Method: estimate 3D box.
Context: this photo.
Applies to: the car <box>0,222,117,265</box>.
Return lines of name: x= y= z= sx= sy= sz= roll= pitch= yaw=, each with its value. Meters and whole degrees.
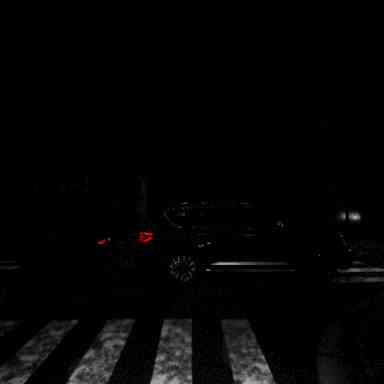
car: x=-5.503 y=1.798 z=12.023 sx=5.357 sy=1.411 sz=2.033 roll=-1 pitch=-2 yaw=0

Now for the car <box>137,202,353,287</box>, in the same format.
car: x=1.300 y=1.283 z=9.089 sx=5.566 sy=2.045 sz=2.150 roll=-1 pitch=-2 yaw=0
